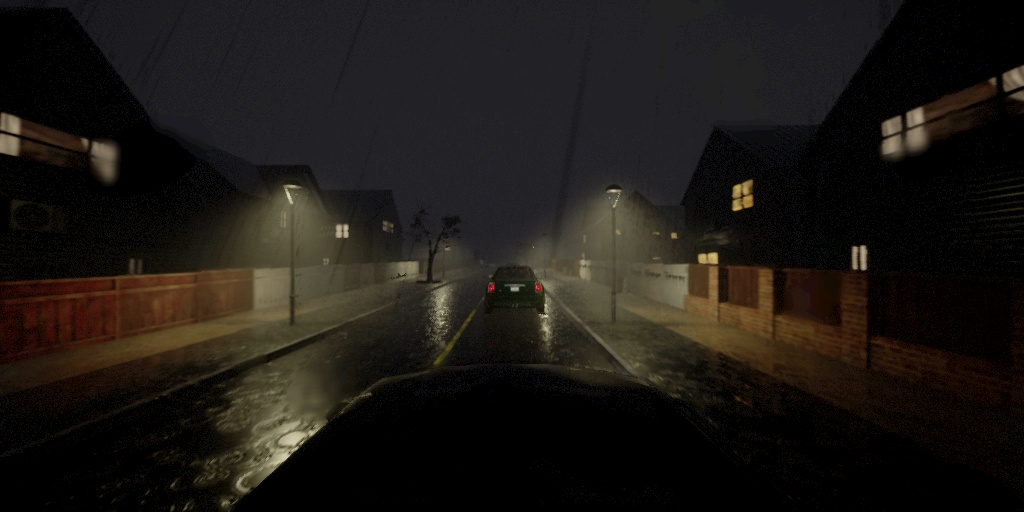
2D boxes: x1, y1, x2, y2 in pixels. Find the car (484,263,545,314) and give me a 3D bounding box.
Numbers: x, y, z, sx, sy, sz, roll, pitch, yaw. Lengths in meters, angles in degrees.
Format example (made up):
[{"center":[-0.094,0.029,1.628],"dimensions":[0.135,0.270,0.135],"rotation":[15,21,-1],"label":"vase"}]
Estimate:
[{"center":[0.100,1.128,14.111],"dimensions":[2.097,1.767,4.553],"rotation":[0,0,0],"label":"car"}]
